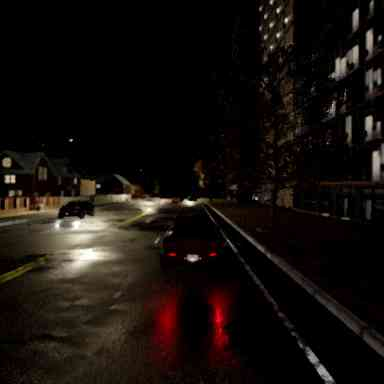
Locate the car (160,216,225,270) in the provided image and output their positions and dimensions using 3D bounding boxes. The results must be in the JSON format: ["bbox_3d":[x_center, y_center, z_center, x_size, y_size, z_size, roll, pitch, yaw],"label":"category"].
[{"bbox_3d":[0.023,1.509,10.801,1.812,1.442,4.674,0,0,0],"label":"car"}]

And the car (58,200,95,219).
[{"bbox_3d":[-9.686,1.458,28.193,1.837,1.490,4.892,0,0,0],"label":"car"}]

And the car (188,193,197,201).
[{"bbox_3d":[0.219,1.279,84.393,2.150,2.045,5.566,0,0,0],"label":"car"}]

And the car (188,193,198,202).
[{"bbox_3d":[0.194,1.582,75.197,1.994,1.385,4.181,0,0,0],"label":"car"}]

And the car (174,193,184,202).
[{"bbox_3d":[-3.045,1.182,78.985,2.150,2.045,5.566,0,0,0],"label":"car"}]

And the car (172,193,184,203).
[{"bbox_3d":[-3.073,1.485,68.535,1.882,1.535,5.008,0,0,0],"label":"car"}]
